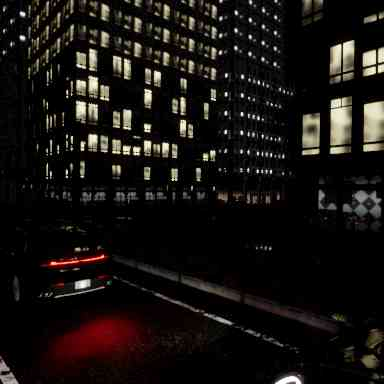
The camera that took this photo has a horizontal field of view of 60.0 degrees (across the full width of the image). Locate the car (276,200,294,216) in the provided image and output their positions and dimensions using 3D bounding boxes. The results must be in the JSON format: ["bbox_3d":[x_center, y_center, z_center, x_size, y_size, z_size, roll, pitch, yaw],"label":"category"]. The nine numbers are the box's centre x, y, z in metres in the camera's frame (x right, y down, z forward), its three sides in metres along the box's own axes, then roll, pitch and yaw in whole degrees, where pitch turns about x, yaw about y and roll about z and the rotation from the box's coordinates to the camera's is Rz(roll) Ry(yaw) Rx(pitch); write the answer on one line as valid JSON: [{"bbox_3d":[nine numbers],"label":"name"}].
[{"bbox_3d":[10.371,1.936,37.450,4.206,1.307,1.802,1,0,-40],"label":"car"}]

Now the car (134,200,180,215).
[{"bbox_3d":[-3.785,1.648,36.459,4.829,1.417,1.752,1,0,-40],"label":"car"}]

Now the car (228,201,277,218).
[{"bbox_3d":[6.193,1.833,33.919,4.829,1.417,1.752,1,0,-40],"label":"car"}]

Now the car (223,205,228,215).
[{"bbox_3d":[5.632,1.756,36.824,5.008,1.535,1.882,1,0,-40],"label":"car"}]

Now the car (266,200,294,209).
[{"bbox_3d":[13.571,1.881,51.124,4.313,1.339,1.947,1,0,-40],"label":"car"}]

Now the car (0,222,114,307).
[{"bbox_3d":[-3.666,1.501,8.135,1.837,1.490,4.892,0,0,-41],"label":"car"}]

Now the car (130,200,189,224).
[{"bbox_3d":[-2.550,1.524,26.529,5.009,1.841,2.192,1,0,-40],"label":"car"}]

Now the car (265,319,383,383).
[{"bbox_3d":[2.412,1.352,1.338,2.097,1.767,4.553,0,0,-41],"label":"car"}]
